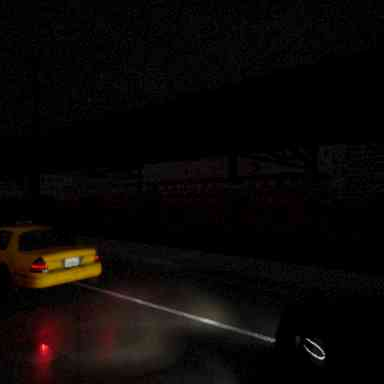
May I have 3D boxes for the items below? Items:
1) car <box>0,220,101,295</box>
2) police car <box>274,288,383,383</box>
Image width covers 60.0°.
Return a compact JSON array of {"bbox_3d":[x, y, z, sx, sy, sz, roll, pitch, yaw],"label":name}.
[{"bbox_3d":[-4.645,1.519,8.879,5.366,1.575,1.801,0,-1,38],"label":"car"},{"bbox_3d":[3.298,1.472,2.668,5.238,1.638,1.930,0,-1,38],"label":"police car"}]
